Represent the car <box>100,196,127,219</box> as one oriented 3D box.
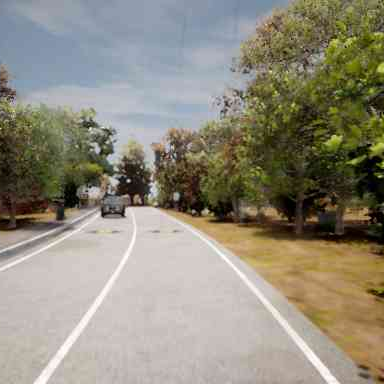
[{"bbox_3d":[-7.457,1.401,31.814,2.150,2.045,5.566,1,0,-11],"label":"car"}]
